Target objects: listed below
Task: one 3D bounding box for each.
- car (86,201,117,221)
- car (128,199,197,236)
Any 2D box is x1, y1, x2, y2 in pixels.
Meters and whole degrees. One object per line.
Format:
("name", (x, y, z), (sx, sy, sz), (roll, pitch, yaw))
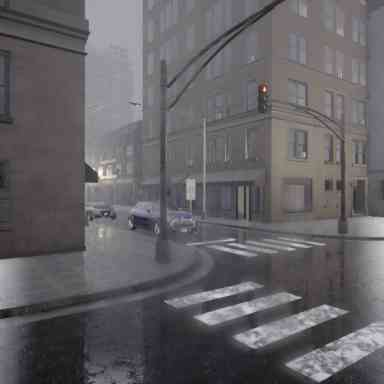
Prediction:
("car", (-7.472, 1.428, 26.049), (1.994, 1.385, 4.181), (0, 0, -35))
("car", (-1.675, 1.269, 17.944), (2.097, 1.767, 4.553), (0, 0, -36))
